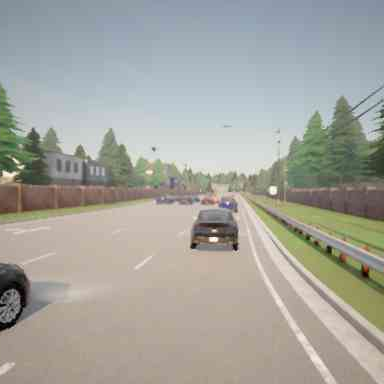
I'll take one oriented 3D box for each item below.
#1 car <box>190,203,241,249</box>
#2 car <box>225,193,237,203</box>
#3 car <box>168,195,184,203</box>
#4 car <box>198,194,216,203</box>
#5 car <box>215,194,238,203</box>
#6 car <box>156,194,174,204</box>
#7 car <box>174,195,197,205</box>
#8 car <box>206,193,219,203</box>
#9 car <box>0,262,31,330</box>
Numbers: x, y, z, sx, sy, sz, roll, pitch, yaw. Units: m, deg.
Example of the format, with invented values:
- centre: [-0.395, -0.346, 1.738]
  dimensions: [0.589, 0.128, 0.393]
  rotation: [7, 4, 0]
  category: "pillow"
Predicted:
- centre: [1.032, 1.457, 14.386]
  dimensions: [1.837, 1.490, 4.892]
  rotation: [0, 0, 6]
  category: "car"
- centre: [7.518, 1.176, 64.006]
  dimensions: [2.097, 1.767, 4.553]
  rotation: [1, 0, 8]
  category: "car"
- centre: [-3.052, 1.254, 64.205]
  dimensions: [2.033, 1.411, 5.357]
  rotation: [1, 0, 8]
  category: "car"
- centre: [2.547, 1.334, 53.356]
  dimensions: [1.812, 1.442, 4.674]
  rotation: [1, 0, 8]
  category: "car"
- centre: [4.107, 1.243, 37.969]
  dimensions: [2.097, 1.767, 4.553]
  rotation: [1, 0, 8]
  category: "car"
- centre: [-4.391, 1.074, 54.261]
  dimensions: [2.097, 1.767, 4.553]
  rotation: [1, 0, 8]
  category: "car"
- centre: [-0.976, 1.258, 53.411]
  dimensions: [2.128, 1.511, 4.902]
  rotation: [1, 0, 8]
  category: "car"
- centre: [3.883, 1.143, 63.238]
  dimensions: [2.097, 1.767, 4.553]
  rotation: [1, 0, 8]
  category: "car"
- centre: [-4.007, 1.438, 4.012]
  dimensions: [1.837, 1.490, 4.892]
  rotation: [1, 0, 8]
  category: "car"
